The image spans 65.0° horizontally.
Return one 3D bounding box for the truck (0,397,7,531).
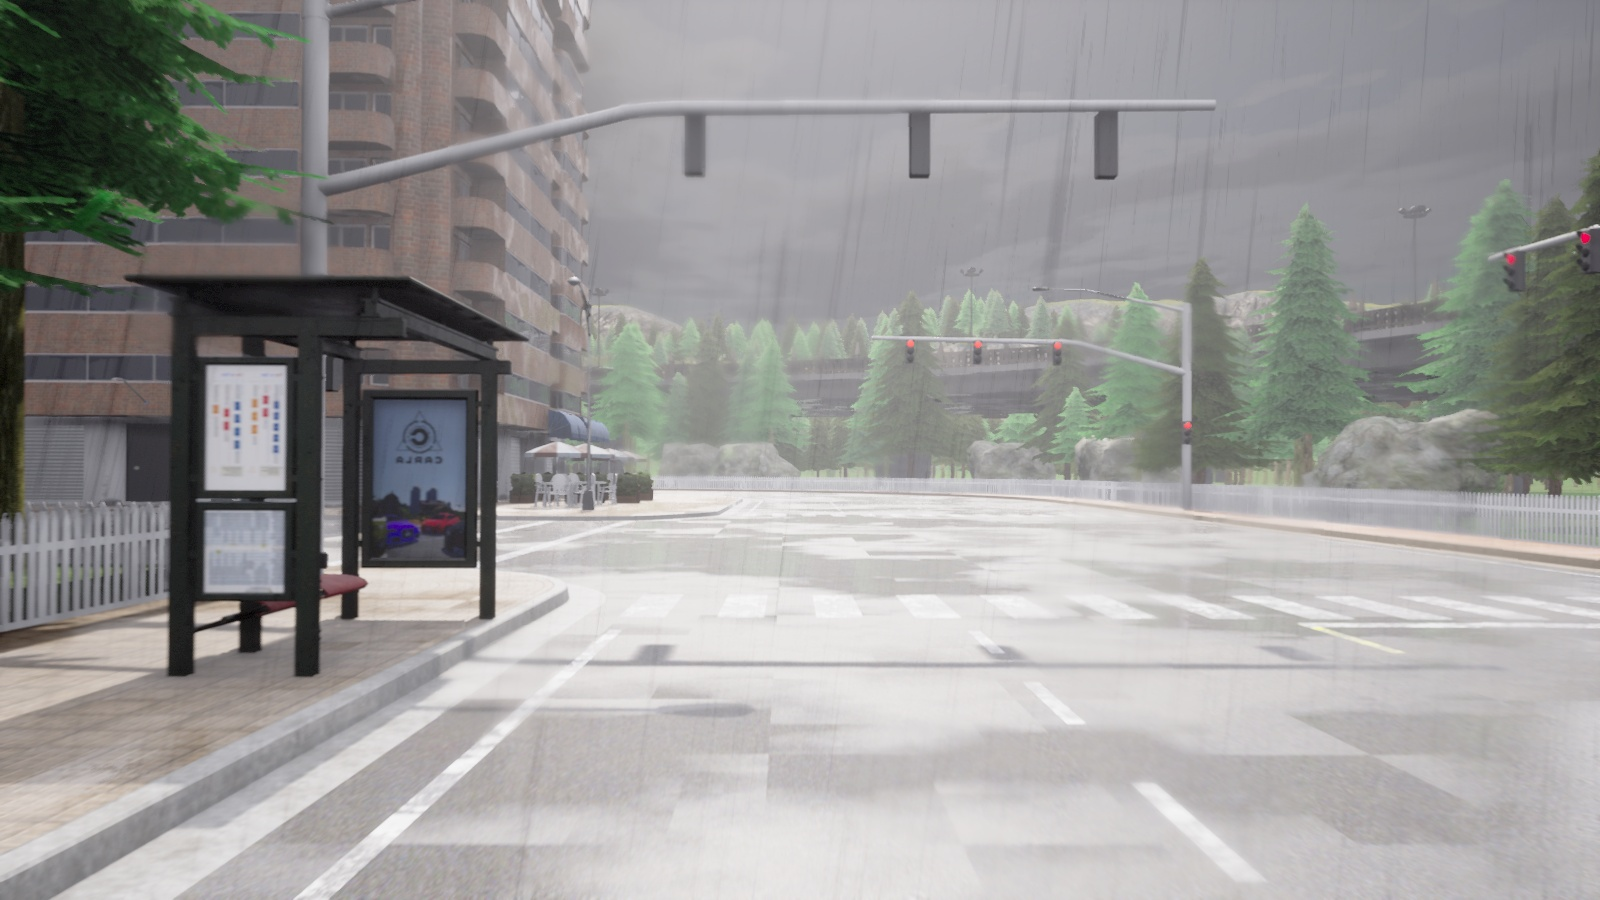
[{"bbox_3d":[-27.151,0.398,34.801,8.468,3.827,2.891,0,-1,0],"label":"truck"}]
